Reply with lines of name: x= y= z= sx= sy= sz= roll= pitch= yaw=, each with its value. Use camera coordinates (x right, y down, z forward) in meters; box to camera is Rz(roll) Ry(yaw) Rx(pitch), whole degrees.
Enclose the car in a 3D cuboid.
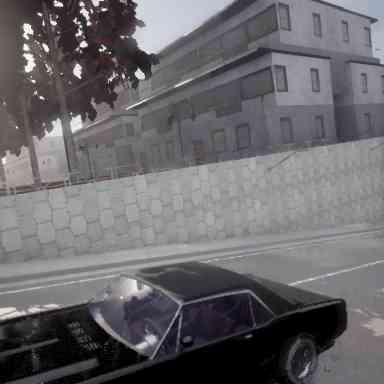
car: x=-0.379 y=1.595 z=3.701 sx=4.718 sy=1.301 sz=1.895 roll=0 pitch=0 yaw=-35
